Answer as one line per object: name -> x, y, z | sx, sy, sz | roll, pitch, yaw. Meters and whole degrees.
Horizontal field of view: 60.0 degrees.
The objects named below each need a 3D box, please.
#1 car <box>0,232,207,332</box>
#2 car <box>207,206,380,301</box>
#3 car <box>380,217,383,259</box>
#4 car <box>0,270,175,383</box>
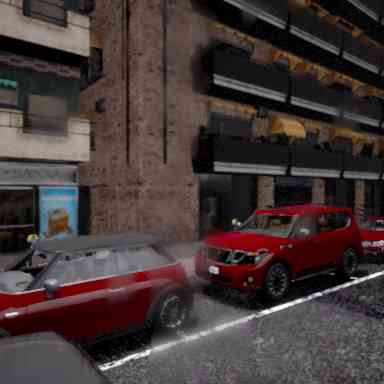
car -> -2.015, 1.464, 5.123 | 4.097, 1.590, 1.967 | 0, 0, -37
car -> 2.461, 1.317, 8.548 | 5.009, 1.841, 2.192 | 0, 0, -37
car -> 6.938, 1.561, 11.974 | 4.206, 1.307, 1.802 | 0, 0, -37
car -> -2.829, 1.570, 1.113 | 5.357, 1.411, 2.033 | 0, 0, -37
